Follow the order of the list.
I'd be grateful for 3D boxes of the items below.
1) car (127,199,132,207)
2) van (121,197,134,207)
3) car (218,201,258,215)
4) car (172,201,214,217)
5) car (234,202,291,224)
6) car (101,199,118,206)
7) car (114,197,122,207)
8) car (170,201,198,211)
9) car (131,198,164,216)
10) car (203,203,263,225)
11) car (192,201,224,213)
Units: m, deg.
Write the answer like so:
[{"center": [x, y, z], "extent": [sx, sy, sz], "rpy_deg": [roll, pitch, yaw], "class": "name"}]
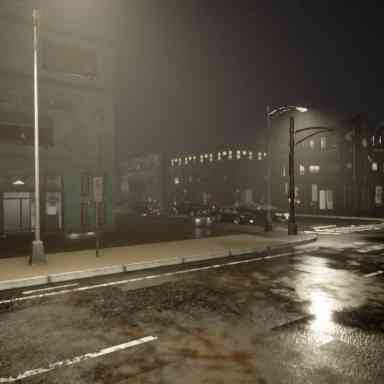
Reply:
[{"center": [-6.478, 1.978, 44.550], "extent": [1.812, 1.442, 4.674], "rpy_deg": [-1, 0, -35], "class": "car"}, {"center": [-10.834, 1.906, 60.601], "extent": [1.690, 1.788, 3.998], "rpy_deg": [-1, 0, -35], "class": "van"}, {"center": [5.224, 1.809, 38.058], "extent": [2.008, 1.369, 4.403], "rpy_deg": [-2, 0, -35], "class": "car"}, {"center": [-0.118, 1.832, 35.594], "extent": [1.837, 1.490, 4.892], "rpy_deg": [-1, 0, -36], "class": "car"}, {"center": [5.829, 1.703, 27.235], "extent": [2.128, 1.511, 4.902], "rpy_deg": [-1, 0, -36], "class": "car"}, {"center": [-17.251, 2.227, 69.619], "extent": [1.887, 1.381, 4.507], "rpy_deg": [-1, 0, -35], "class": "car"}, {"center": [-14.046, 1.939, 65.110], "extent": [2.192, 1.841, 5.009], "rpy_deg": [-1, 0, -35], "class": "car"}, {"center": [-1.196, 1.965, 47.075], "extent": [1.802, 1.307, 4.206], "rpy_deg": [-2, 0, -35], "class": "car"}, {"center": [-4.814, 1.845, 37.704], "extent": [1.967, 1.590, 4.097], "rpy_deg": [-1, 0, -35], "class": "car"}, {"center": [3.139, 1.814, 26.330], "extent": [1.947, 1.339, 4.313], "rpy_deg": [-2, 0, -35], "class": "car"}, {"center": [2.014, 1.903, 42.567], "extent": [1.802, 1.307, 4.206], "rpy_deg": [-2, 0, -35], "class": "car"}]
